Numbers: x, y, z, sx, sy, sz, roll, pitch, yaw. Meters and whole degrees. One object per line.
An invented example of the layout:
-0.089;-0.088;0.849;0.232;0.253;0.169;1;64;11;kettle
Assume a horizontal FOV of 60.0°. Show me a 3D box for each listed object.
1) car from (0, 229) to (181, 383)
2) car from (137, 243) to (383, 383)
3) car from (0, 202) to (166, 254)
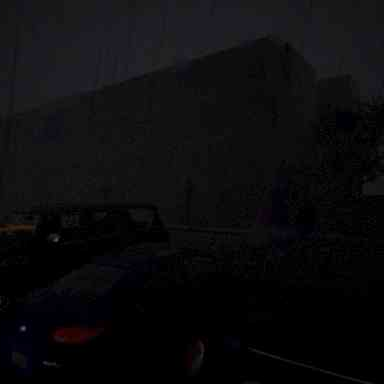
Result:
-0.447;1.548;5.310;2.002;1.452;4.674;-1;0;36;car
1.835;1.359;3.646;2.185;1.767;4.553;-1;0;36;car
-2.764;1.281;6.931;2.435;2.045;5.566;-1;0;36;car
